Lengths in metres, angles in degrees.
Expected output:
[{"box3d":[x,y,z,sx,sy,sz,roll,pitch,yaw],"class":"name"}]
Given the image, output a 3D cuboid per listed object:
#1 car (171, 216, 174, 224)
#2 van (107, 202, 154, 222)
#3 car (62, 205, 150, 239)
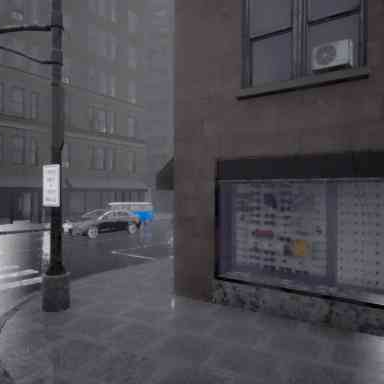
[{"box3d":[0.231,1.947,26.477,1.994,1.385,4.181,0,-1,36],"class":"car"},{"box3d":[-4.536,1.636,24.198,1.690,1.788,3.998,-1,-1,35],"class":"van"},{"box3d":[-5.026,1.727,19.015,2.128,1.511,4.902,0,-1,35],"class":"car"}]
